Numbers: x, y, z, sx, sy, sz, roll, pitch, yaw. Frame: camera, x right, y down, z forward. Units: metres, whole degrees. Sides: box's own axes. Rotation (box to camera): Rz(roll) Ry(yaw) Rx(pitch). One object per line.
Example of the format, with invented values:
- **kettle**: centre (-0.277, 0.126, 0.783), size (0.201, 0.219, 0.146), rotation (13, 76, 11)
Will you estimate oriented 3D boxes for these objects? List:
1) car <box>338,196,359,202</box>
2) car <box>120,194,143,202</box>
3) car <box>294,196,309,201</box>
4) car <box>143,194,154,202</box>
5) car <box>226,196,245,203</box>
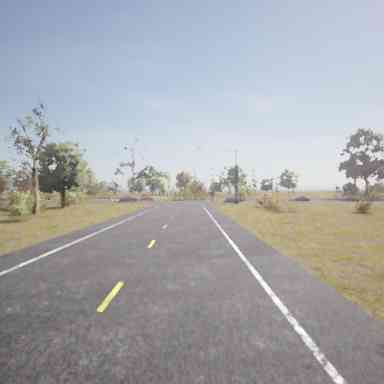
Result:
- **car**: centre (36.976, 1.640, 78.619), size (4.674, 1.442, 1.812), rotation (0, 0, -2)
- **car**: centre (-13.140, 1.506, 70.239), size (4.181, 1.385, 1.994), rotation (0, 0, -2)
- **car**: centre (25.052, 1.603, 78.272), size (4.674, 1.442, 1.812), rotation (0, 0, -2)
- **car**: centre (-11.245, 1.305, 77.295), size (4.553, 1.767, 2.097), rotation (0, 0, -2)
- **car**: centre (9.252, 1.595, 70.798), size (4.181, 1.385, 1.994), rotation (0, 0, -2)
